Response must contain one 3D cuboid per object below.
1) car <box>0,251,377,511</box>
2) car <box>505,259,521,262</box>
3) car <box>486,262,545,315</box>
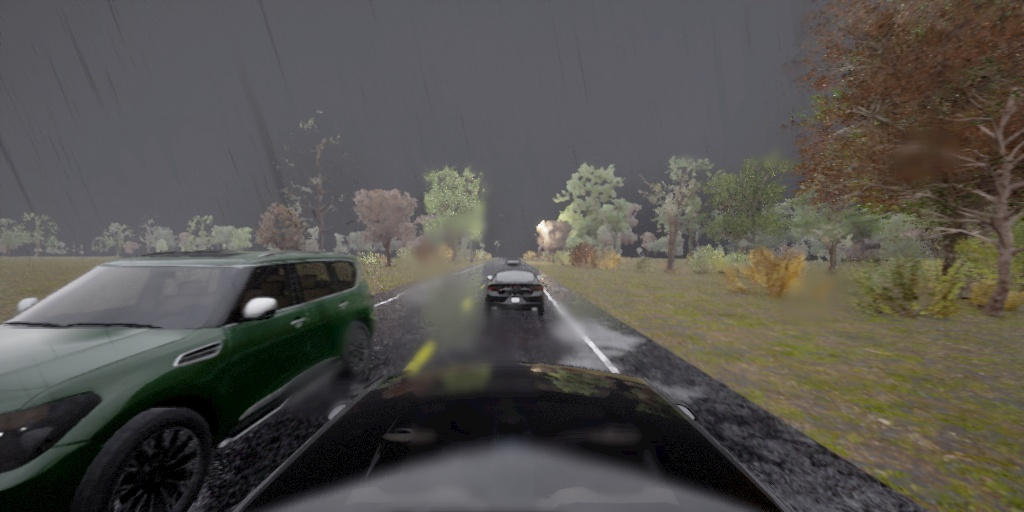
[{"bbox_3d":[-3.499,0.952,4.243,2.150,2.045,5.566,0,0,0],"label":"car"},{"bbox_3d":[0.109,1.017,33.219,1.837,1.490,4.892,0,0,0],"label":"car"},{"bbox_3d":[0.102,1.141,13.151,1.882,1.535,5.008,0,0,0],"label":"car"}]
